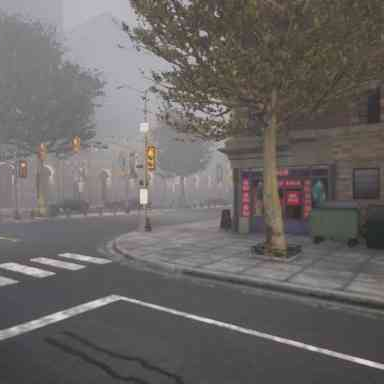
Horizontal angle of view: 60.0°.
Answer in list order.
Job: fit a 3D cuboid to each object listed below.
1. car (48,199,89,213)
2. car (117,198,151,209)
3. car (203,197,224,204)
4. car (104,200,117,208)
[{"bbox_3d":[-13.921,1.552,37.471,1.837,1.490,4.892,0,0,36],"label":"car"},{"bbox_3d":[-7.638,1.573,46.186,1.812,1.442,4.674,0,0,36],"label":"car"},{"bbox_3d":[4.073,1.647,62.378,1.895,1.301,4.718,0,0,36],"label":"car"},{"bbox_3d":[-10.299,1.646,47.904,1.895,1.301,4.718,0,0,36],"label":"car"}]
